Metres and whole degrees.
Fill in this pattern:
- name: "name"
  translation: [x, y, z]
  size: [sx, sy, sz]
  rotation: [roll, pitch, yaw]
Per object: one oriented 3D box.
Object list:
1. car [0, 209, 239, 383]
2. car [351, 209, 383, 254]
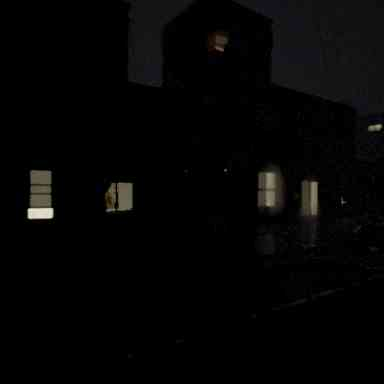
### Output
- name: "car"
  translation: [-1.450, 1.286, 5.486]
  size: [5.009, 1.841, 2.192]
  rotation: [-1, 2, -35]
- name: "car"
  translation: [7.402, 1.252, 11.700]
  size: [4.097, 1.590, 1.967]
  rotation: [-1, 2, -35]
